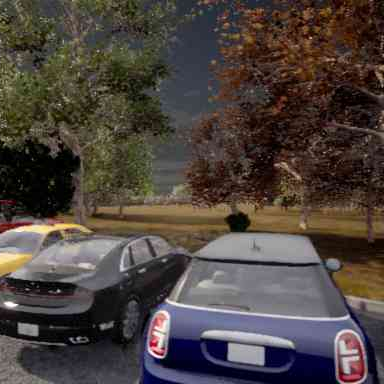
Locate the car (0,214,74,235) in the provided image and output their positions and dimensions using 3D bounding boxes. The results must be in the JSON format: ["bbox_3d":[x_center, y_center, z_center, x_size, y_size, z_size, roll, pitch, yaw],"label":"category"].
[{"bbox_3d":[-3.824,1.487,8.077,1.946,1.575,5.366,1,-1,16],"label":"car"}]

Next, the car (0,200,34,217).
[{"bbox_3d":[-6.167,1.243,10.044,2.435,2.045,5.566,0,-1,16],"label":"car"}]

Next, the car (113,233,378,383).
[{"bbox_3d":[1.020,1.363,4.741,2.185,1.767,4.553,0,-1,16],"label":"car"}]

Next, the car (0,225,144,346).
[{"bbox_3d":[-1.380,1.491,6.503,2.231,1.521,4.892,0,-1,16],"label":"car"}]
